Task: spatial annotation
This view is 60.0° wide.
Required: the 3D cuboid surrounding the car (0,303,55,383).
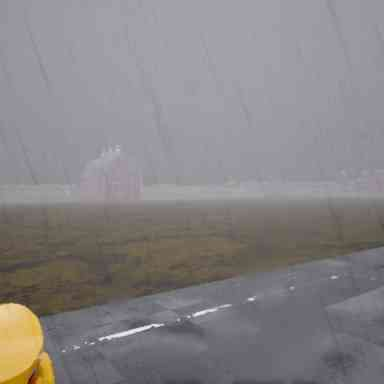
[{"bbox_3d":[-3.362,1.482,1.596,5.008,1.535,1.882,0,0,-36],"label":"car"}]
